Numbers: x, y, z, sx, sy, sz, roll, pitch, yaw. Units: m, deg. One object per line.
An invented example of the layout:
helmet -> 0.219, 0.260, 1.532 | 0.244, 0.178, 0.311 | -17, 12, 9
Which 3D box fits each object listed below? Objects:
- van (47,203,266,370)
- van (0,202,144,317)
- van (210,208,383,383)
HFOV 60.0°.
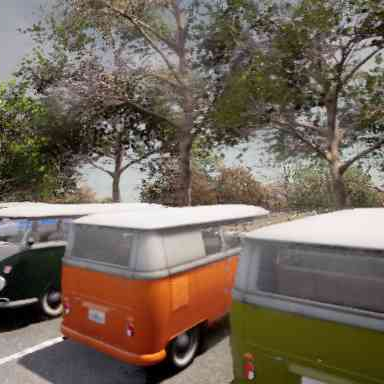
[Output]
van -> 0.091, 1.256, 5.840 | 1.878, 1.987, 4.442 | 0, 0, 36
van -> -2.407, 1.260, 7.338 | 1.878, 1.987, 4.442 | -1, 0, 36
van -> 2.243, 1.252, 4.303 | 1.878, 1.987, 4.442 | 0, 0, 36
